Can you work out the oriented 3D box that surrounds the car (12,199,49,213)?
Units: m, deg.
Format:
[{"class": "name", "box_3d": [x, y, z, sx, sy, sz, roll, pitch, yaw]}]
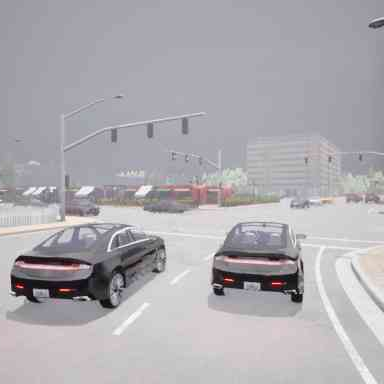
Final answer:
[{"class": "car", "box_3d": [-18.117, 1.619, 36.966, 4.181, 1.385, 1.994, 0, 0, 32]}]

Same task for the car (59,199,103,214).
[{"class": "car", "box_3d": [-12.563, 1.547, 37.617, 4.902, 1.511, 2.128, 0, 0, 32]}]

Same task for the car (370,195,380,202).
[{"class": "car", "box_3d": [42.463, 1.524, 77.297, 1.812, 1.442, 4.674, 0, 0, 32]}]

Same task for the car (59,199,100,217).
[{"class": "car", "box_3d": [-11.003, 1.619, 32.491, 4.181, 1.385, 1.994, 0, 0, 33]}]

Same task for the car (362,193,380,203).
[{"class": "car", "box_3d": [36.910, 1.225, 68.284, 2.150, 2.045, 5.566, 0, 0, 32]}]

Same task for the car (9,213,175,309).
[{"class": "car", "box_3d": [-2.035, 1.492, 7.980, 2.128, 1.511, 4.902, 0, 0, 12]}]

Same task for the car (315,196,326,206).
[{"class": "car", "box_3d": [20.318, 1.526, 54.846, 1.812, 1.442, 4.674, 0, 0, 32]}]

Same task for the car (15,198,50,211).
[{"class": "car", "box_3d": [-20.365, 1.581, 42.508, 4.674, 1.442, 1.812, 0, 0, 32]}]

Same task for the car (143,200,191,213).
[{"class": "car", "box_3d": [-2.733, 1.604, 35.821, 5.357, 1.411, 2.033, 0, 0, 32]}]

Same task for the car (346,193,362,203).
[{"class": "car", "box_3d": [34.124, 1.225, 70.434, 2.150, 2.045, 5.566, 0, 0, 32]}]

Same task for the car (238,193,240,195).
[{"class": "car", "box_3d": [11.527, 1.209, 88.628, 4.605, 1.855, 1.932, 0, 0, 32]}]

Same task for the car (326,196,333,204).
[{"class": "car", "box_3d": [25.683, 1.478, 63.429, 1.882, 1.535, 5.008, 0, 0, 32]}]

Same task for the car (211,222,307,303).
[{"class": "car", "box_3d": [1.783, 1.492, 8.358, 2.128, 1.511, 4.902, 0, 0, 17]}]

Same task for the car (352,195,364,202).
[{"class": "car", "box_3d": [39.702, 1.540, 79.488, 2.033, 1.411, 5.357, 0, 0, 32]}]

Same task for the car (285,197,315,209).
[{"class": "car", "box_3d": [15.146, 1.491, 46.470, 2.128, 1.511, 4.902, 0, 0, 32]}]
